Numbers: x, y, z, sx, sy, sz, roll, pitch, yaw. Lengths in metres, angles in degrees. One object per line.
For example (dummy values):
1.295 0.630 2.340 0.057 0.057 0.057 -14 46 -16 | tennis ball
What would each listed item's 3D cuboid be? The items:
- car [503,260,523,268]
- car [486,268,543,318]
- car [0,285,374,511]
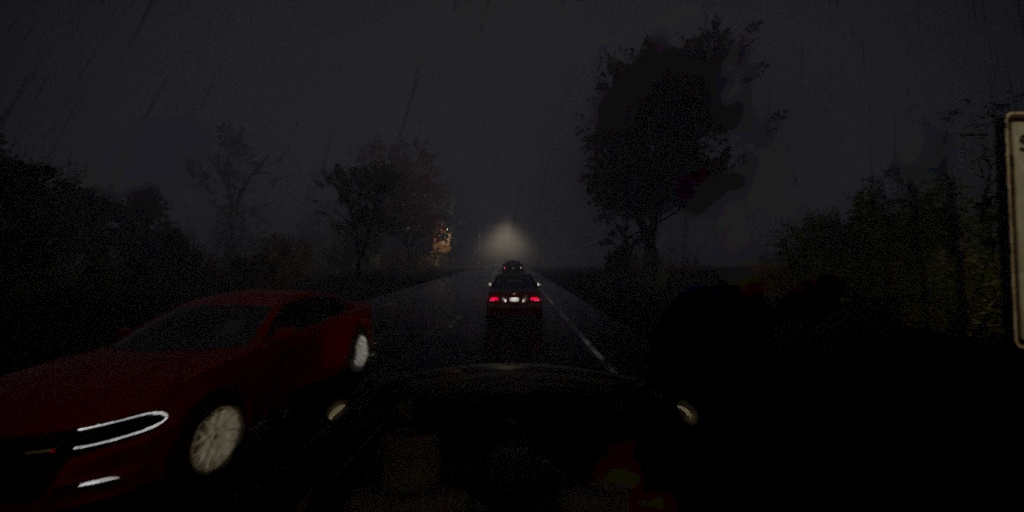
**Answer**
0.089 1.227 37.197 2.097 1.767 4.553 0 0 0 | car
0.078 1.326 13.005 2.033 1.411 5.357 0 0 0 | car
-3.591 1.234 4.874 1.882 1.535 5.008 0 0 0 | car
